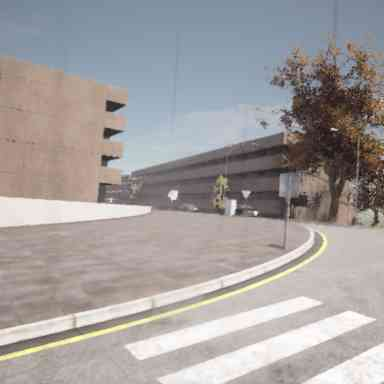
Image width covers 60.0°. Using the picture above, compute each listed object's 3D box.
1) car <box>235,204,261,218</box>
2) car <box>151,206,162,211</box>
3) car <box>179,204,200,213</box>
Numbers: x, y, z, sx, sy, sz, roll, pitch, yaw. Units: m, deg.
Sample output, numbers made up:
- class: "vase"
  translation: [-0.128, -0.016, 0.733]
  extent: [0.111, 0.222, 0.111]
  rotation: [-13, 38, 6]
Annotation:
- class: "car"
  translation: [5.798, 2.089, 37.317]
  extent: [2.128, 1.511, 4.902]
  rotation: [5, -3, -23]
- class: "car"
  translation: [-7.522, 3.658, 66.375]
  extent: [1.837, 1.490, 4.892]
  rotation: [5, -6, -25]
- class: "car"
  translation: [-0.466, 2.559, 51.427]
  extent: [2.128, 1.511, 4.902]
  rotation: [5, -5, -24]
